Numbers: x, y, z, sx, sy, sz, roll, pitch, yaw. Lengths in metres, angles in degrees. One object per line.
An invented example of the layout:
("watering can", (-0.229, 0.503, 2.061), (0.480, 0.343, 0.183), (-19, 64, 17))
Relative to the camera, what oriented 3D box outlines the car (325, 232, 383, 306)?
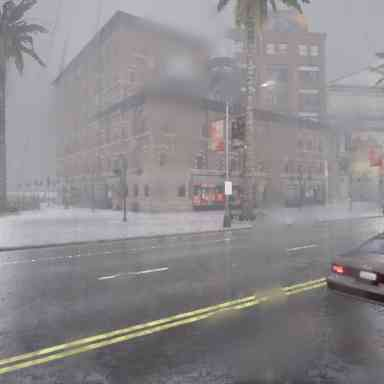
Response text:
("car", (5.193, 1.547, 7.404), (5.357, 1.411, 2.033), (0, 0, -35))
